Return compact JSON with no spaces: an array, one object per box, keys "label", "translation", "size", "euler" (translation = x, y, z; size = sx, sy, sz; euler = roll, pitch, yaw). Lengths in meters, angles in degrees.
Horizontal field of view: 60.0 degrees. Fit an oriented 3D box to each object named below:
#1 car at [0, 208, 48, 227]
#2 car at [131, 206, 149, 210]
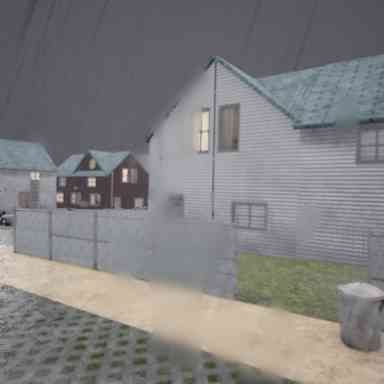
[{"label":"car","translation":[-10.899,1.761,23.105],"size":[1.994,1.385,4.181],"euler":[2,0,36]},{"label":"car","translation":[-4.992,2.016,31.123],"size":[1.895,1.301,4.718],"euler":[2,0,36]}]
